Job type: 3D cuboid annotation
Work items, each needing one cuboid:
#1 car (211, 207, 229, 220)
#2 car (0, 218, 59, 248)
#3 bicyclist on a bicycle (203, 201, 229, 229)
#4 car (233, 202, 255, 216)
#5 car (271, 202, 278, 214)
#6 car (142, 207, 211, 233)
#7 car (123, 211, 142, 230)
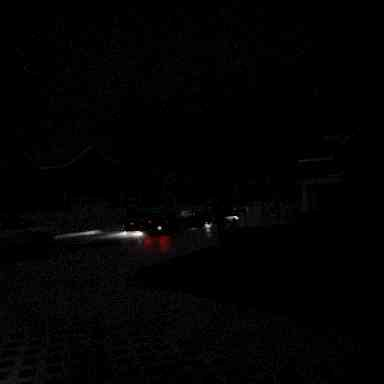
[{"bbox_3d":[1.822,2.082,32.084,1.895,1.301,4.718,-3,-2,29],"label":"car"},{"bbox_3d":[-8.289,1.818,14.169,1.895,1.301,4.718,-3,-2,33],"label":"car"},{"bbox_3d":[1.368,1.348,19.150,1.656,1.620,0.582,-3,-2,29],"label":"bicyclist on a bicycle"},{"bbox_3d":[6.626,1.973,40.788,2.097,1.767,4.553,-3,-2,29],"label":"car"},{"bbox_3d":[12.033,2.076,44.571,1.837,1.490,4.892,-3,-2,29],"label":"car"},{"bbox_3d":[-0.818,1.793,21.084,1.895,1.301,4.718,-3,-2,28],"label":"car"},{"bbox_3d":[-2.963,1.911,23.373,1.994,1.385,4.181,-3,-2,29],"label":"car"}]
